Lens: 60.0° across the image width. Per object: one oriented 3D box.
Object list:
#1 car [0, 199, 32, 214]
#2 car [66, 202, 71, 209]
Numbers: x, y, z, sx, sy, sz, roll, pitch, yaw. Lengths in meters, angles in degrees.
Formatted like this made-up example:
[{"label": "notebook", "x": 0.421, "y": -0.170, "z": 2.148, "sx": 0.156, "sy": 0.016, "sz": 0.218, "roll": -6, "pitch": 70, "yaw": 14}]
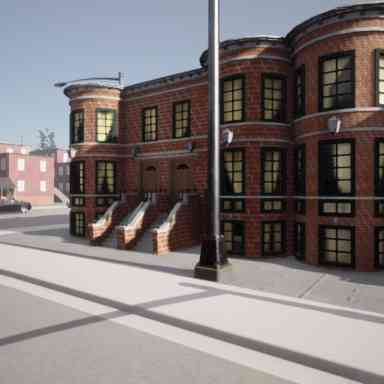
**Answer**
[{"label": "car", "x": -18.780, "y": 1.484, "z": 33.586, "sx": 2.128, "sy": 1.511, "sz": 4.902, "roll": 0, "pitch": 0, "yaw": 36}, {"label": "car", "x": -14.665, "y": 1.469, "z": 45.346, "sx": 1.882, "sy": 1.535, "sz": 5.008, "roll": 0, "pitch": 0, "yaw": 36}]
